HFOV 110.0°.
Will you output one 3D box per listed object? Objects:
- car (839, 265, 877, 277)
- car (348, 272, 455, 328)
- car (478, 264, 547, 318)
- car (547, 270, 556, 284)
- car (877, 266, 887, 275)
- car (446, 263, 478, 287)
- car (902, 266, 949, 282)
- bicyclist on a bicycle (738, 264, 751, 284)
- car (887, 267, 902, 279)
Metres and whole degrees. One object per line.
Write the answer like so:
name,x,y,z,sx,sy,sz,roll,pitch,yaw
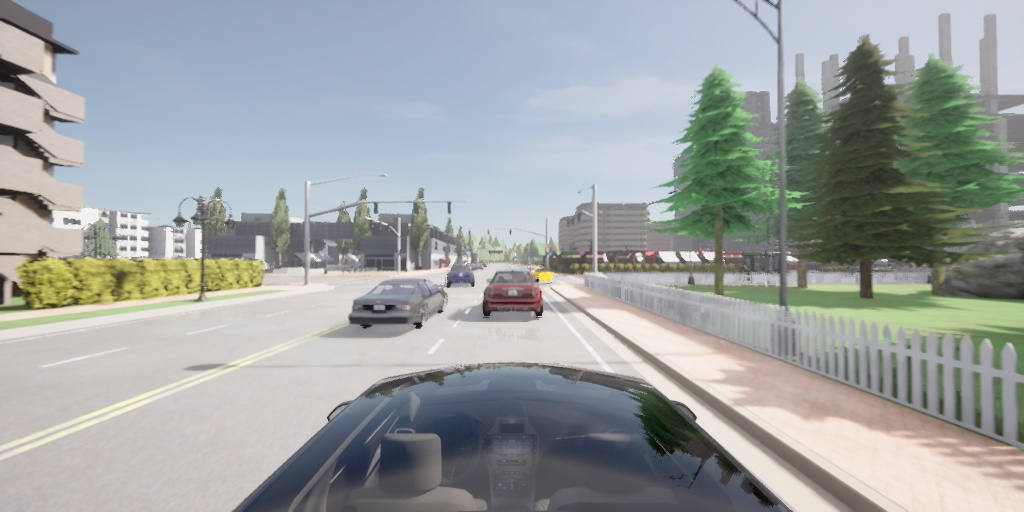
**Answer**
car,43.003,1.847,44.023,4.892,1.490,1.837,0,-1,-1
car,-3.472,1.440,11.948,2.033,1.411,5.357,0,-1,1
car,0.046,1.273,14.043,2.097,1.767,4.553,0,-1,1
car,1.960,1.618,29.766,1.882,1.535,5.008,-2,-1,31
car,45.255,1.840,40.557,5.357,1.411,2.033,0,-1,-1
car,-4.233,1.480,28.956,2.097,1.767,4.553,0,-1,-11
car,40.303,1.740,33.389,5.357,1.411,2.033,0,-1,-1
bicyclist on a bicycle,18.795,1.433,28.986,0.582,1.620,1.656,0,-1,-1
car,42.040,1.804,36.912,4.181,1.385,1.994,0,-1,-1
